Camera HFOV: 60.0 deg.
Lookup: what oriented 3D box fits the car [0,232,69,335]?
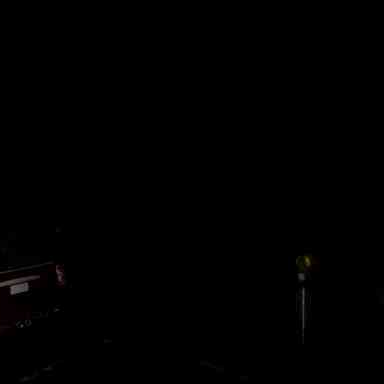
[{"bbox_3d":[-4.109,1.440,6.012,4.097,1.590,1.967,0,0,36],"label":"car"}]
